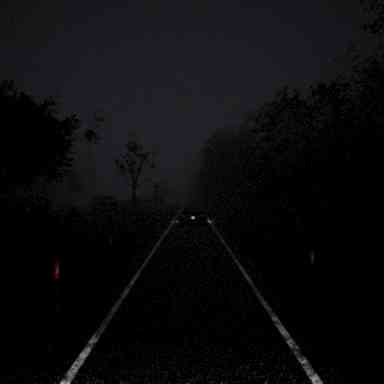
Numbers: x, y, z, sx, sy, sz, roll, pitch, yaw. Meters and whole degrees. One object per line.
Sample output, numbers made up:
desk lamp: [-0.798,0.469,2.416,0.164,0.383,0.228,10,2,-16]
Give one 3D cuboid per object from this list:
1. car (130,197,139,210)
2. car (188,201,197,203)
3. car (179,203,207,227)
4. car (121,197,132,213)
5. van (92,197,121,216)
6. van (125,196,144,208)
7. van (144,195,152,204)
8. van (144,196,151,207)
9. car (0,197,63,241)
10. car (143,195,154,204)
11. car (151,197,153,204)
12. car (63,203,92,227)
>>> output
car: [-9.147,1.812,45.921,2.163,1.488,4.792,0,-2,-2]
car: [0.037,1.882,42.140,1.994,1.385,4.181,0,-1,0]
car: [0.064,1.718,24.343,1.994,1.385,4.181,0,0,0]
car: [-9.133,1.726,40.410,2.231,1.521,4.892,0,-2,-2]
van: [-9.124,1.465,34.727,1.878,1.987,4.442,0,0,2]
van: [-9.167,1.621,52.435,1.878,1.987,4.442,0,-2,-3]
van: [-11.229,1.922,84.613,1.878,1.987,4.442,1,-2,-10]
van: [-9.347,1.719,62.385,1.878,1.987,4.442,0,-2,-2]
car: [-9.071,1.275,17.012,2.435,2.045,5.566,0,-1,0]
car: [-10.510,1.849,79.158,2.435,2.045,5.566,1,-2,-9]
car: [-9.977,2.091,73.618,2.002,1.452,4.674,1,-2,-5]
car: [-9.089,1.619,23.754,2.002,1.452,4.674,0,0,0]
